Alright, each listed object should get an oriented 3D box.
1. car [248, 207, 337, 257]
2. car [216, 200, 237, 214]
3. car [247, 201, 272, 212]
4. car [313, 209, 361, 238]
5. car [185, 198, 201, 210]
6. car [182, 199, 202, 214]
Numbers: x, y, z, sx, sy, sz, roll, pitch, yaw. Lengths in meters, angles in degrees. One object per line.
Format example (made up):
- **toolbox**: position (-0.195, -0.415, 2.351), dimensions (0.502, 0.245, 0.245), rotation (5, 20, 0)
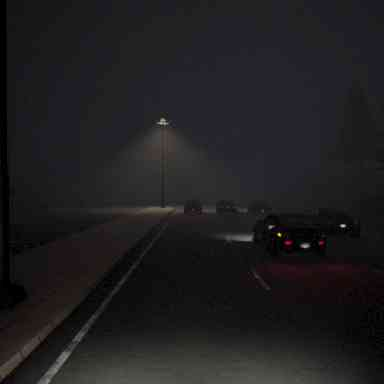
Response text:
- **car**: position (3.601, 1.526, 12.873), dimensions (1.812, 1.442, 4.674), rotation (0, 0, 0)
- **car**: position (3.600, 1.547, 35.313), dimensions (2.033, 1.411, 5.357), rotation (0, 0, 0)
- **car**: position (7.100, 1.601, 35.615), dimensions (1.895, 1.301, 4.718), rotation (0, 0, 0)
- **car**: position (7.100, 1.564, 17.638), dimensions (1.994, 1.385, 4.181), rotation (0, 0, 0)
- **car**: position (0.096, 1.564, 43.876), dimensions (1.994, 1.385, 4.181), rotation (0, 0, 0)
- **car**: position (0.094, 1.526, 35.093), dimensions (1.812, 1.442, 4.674), rotation (0, 0, 0)
